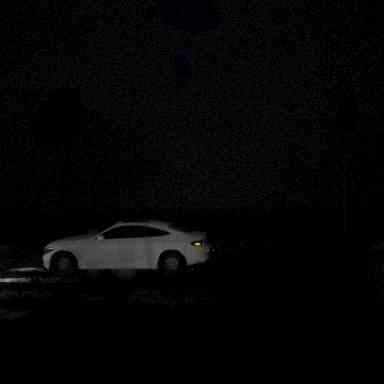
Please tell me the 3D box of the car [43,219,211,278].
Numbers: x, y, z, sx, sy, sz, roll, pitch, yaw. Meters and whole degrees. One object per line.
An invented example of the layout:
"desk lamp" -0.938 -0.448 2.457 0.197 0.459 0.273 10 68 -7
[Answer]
"car" -1.801 1.520 9.582 4.674 1.442 1.812 -1 0 1
